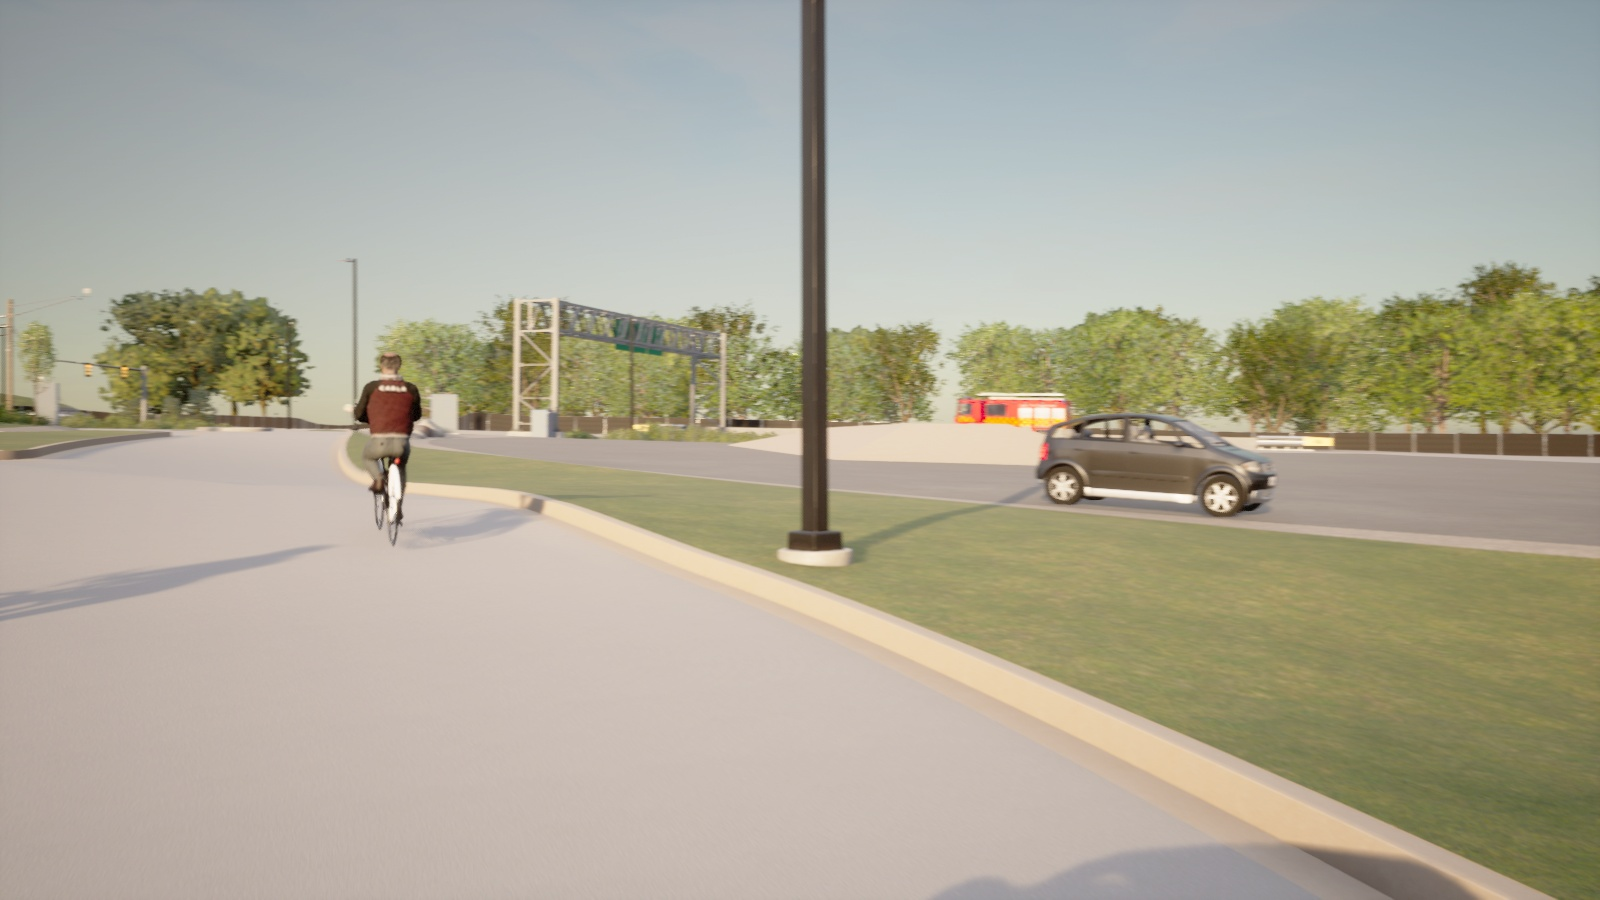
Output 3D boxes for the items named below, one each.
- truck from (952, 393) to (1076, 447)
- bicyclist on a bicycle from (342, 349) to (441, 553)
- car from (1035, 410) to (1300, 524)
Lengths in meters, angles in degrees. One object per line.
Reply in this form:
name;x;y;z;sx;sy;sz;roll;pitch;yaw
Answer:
truck;15.809;-2.250;92.852;8.468;3.827;2.891;2;1;22
bicyclist on a bicycle;-3.893;-0.050;11.865;0.659;1.776;1.843;1;4;-24
car;5.935;0.207;20.353;3.705;1.549;1.789;4;3;32
